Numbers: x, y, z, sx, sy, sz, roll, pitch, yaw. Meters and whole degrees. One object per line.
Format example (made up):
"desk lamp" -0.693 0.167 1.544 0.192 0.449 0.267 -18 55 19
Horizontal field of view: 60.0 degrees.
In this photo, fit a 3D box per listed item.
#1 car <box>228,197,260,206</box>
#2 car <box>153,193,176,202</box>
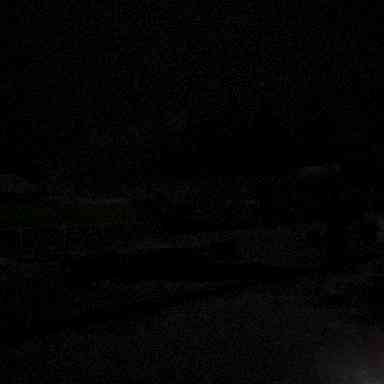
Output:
"car" 6.869 1.470 44.082 1.882 1.535 5.008 0 0 -35
"car" -5.144 1.210 61.448 2.150 2.045 5.566 0 0 -35
